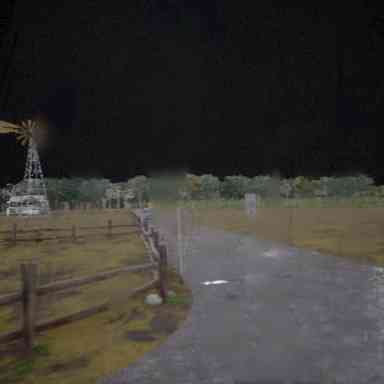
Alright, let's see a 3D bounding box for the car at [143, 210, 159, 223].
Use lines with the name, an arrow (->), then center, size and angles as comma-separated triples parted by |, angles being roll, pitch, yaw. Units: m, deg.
car -> -6.012, 3.770, 49.677 | 2.033, 1.411, 5.357 | -2, -2, -11
